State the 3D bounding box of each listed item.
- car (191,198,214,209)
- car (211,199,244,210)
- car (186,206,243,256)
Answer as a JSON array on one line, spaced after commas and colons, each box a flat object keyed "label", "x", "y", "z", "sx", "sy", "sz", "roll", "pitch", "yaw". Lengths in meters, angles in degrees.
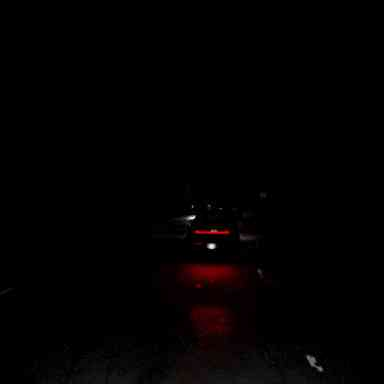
[{"label": "car", "x": 1.321, "y": 1.390, "z": 33.448, "sx": 2.097, "sy": 1.767, "sz": 4.553, "roll": 0, "pitch": 0, "yaw": 14}, {"label": "car", "x": 3.198, "y": 1.513, "z": 27.616, "sx": 2.128, "sy": 1.511, "sz": 4.902, "roll": 0, "pitch": 0, "yaw": 13}, {"label": "car", "x": 0.917, "y": 1.511, "z": 13.091, "sx": 1.837, "sy": 1.490, "sz": 4.892, "roll": 0, "pitch": -1, "yaw": 7}]
